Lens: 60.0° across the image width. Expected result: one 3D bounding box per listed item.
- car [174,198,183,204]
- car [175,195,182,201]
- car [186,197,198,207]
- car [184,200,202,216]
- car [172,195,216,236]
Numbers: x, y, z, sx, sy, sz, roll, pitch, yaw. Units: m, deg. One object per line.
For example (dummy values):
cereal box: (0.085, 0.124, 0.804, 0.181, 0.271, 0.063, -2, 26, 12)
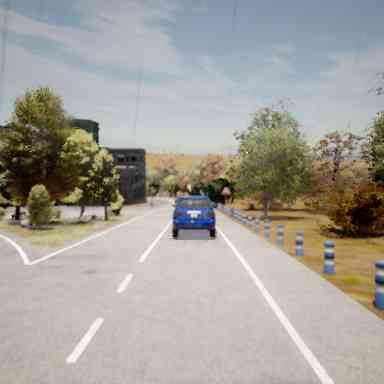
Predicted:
car: (-3.256, 2.171, 79.109, 1.895, 1.301, 4.718, 0, -1, 0)
car: (-3.839, 1.663, 94.497, 1.837, 1.490, 4.892, -1, 1, -7)
car: (0.075, 1.758, 60.330, 2.097, 1.767, 4.553, 0, 0, 0)
car: (0.098, 1.680, 35.663, 1.837, 1.490, 4.892, 0, -1, 0)
car: (0.100, 1.236, 18.372, 2.150, 2.045, 5.566, 0, -1, 0)
